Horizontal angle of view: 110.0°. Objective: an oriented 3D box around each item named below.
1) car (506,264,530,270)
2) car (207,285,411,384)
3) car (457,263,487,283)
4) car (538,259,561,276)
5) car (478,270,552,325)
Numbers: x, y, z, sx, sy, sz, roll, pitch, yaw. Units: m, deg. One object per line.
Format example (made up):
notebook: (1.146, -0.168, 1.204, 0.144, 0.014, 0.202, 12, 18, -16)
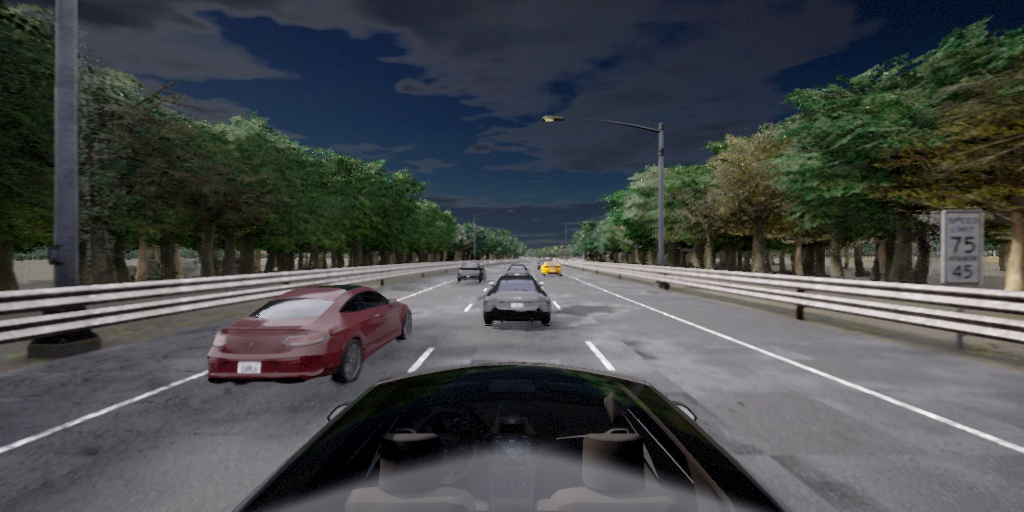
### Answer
car: (0.462, 1.348, 28.739, 1.994, 1.385, 4.181, 0, 0, 1)
car: (-3.380, 1.276, 6.930, 1.812, 1.442, 4.674, 0, 0, 0)
car: (-3.058, 1.272, 28.038, 2.128, 1.511, 4.902, 0, 0, 1)
car: (4.161, 1.298, 38.429, 1.882, 1.535, 5.008, 0, 0, 2)
car: (0.158, 1.318, 11.830, 1.994, 1.385, 4.181, 0, 0, 1)
